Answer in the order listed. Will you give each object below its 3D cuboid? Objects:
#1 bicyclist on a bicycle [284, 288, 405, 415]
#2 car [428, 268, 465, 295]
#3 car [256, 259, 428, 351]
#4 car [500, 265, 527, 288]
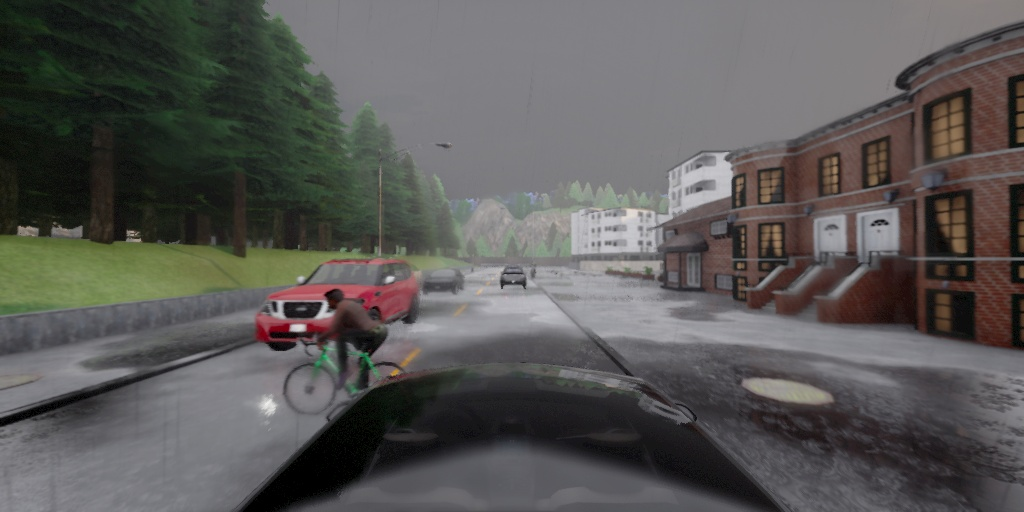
[{"bbox_3d":[-2.110,1.239,4.596,1.656,1.620,0.582,-1,-1,0],"label":"bicyclist on a bicycle"},{"bbox_3d":[-4.077,1.494,22.170,1.882,1.535,5.008,0,-1,0],"label":"car"},{"bbox_3d":[-4.098,1.077,9.643,2.150,2.045,5.566,0,-1,0],"label":"car"},{"bbox_3d":[0.105,1.571,26.935,2.128,1.511,4.902,0,-1,0],"label":"car"}]
